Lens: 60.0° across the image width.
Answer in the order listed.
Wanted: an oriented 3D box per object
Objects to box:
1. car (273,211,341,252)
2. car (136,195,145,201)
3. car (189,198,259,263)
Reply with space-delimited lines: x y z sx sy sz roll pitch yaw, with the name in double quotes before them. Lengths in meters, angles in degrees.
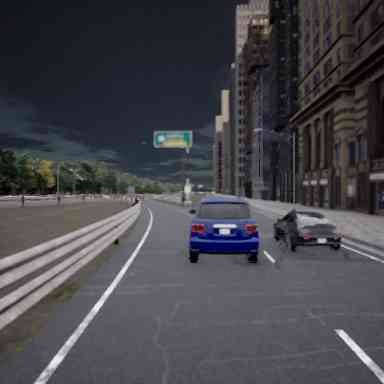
"car" 4.646 1.531 13.898 1.812 1.442 4.674 0 0 3
"car" -12.064 1.329 77.566 2.033 1.411 5.357 0 0 -13
"car" 1.066 1.223 12.182 2.150 2.045 5.566 0 0 3
